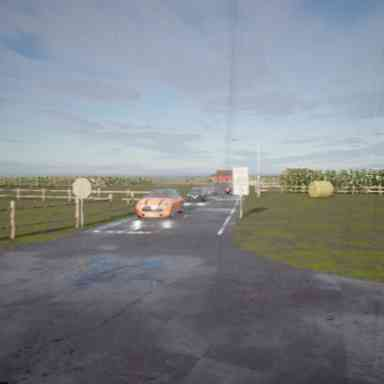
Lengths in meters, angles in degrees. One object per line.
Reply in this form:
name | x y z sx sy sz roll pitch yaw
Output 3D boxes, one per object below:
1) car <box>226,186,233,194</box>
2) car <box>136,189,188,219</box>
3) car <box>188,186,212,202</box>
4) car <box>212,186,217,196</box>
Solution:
car | 6.481 -0.322 54.077 1.895 1.301 4.718 0 2 8
car | -1.864 0.616 20.702 2.097 1.767 4.553 0 2 9
car | 0.671 0.247 35.665 1.837 1.490 4.892 0 2 9
car | 2.589 -0.151 47.621 1.812 1.442 4.674 0 2 9
